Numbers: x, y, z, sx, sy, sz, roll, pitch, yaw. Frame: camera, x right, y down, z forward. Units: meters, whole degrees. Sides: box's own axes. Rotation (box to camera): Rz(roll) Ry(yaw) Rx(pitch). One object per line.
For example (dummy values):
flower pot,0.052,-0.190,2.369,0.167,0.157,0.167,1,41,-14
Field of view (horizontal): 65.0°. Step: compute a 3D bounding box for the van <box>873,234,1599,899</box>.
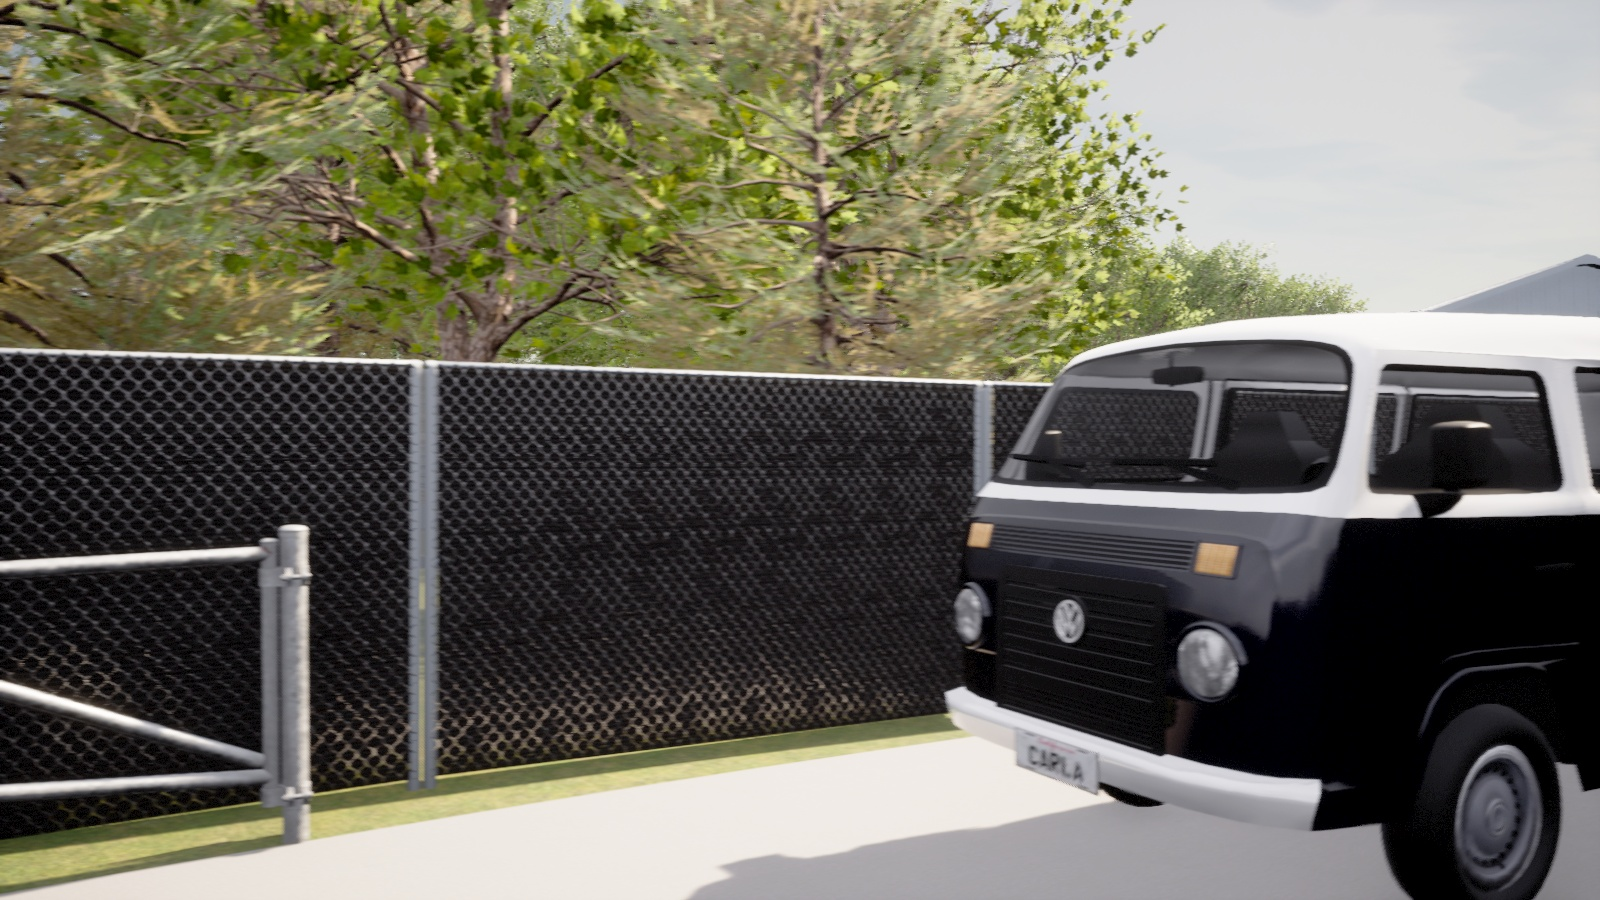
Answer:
van,2.762,0.467,5.146,4.480,2.038,2.069,0,0,-27
